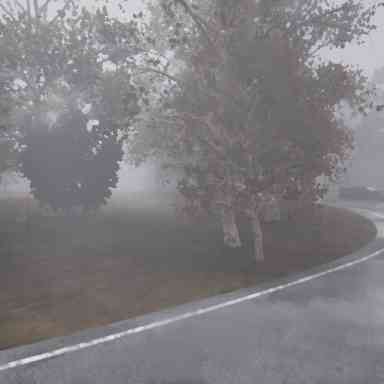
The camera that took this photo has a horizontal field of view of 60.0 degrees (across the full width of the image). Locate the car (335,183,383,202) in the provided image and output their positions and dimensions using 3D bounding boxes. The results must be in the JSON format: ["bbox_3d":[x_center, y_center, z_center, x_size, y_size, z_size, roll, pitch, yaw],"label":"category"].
[{"bbox_3d":[16.441,0.152,31.759,1.812,1.442,4.674,-6,4,-39],"label":"car"}]

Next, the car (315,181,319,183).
[{"bbox_3d":[22.366,-1.798,64.529,5.008,1.535,1.882,-5,3,-27],"label":"car"}]

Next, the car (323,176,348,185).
[{"bbox_3d":[27.194,-2.156,63.030,4.553,1.767,2.097,-4,3,-16],"label":"car"}]

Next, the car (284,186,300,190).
[{"bbox_3d":[14.992,-0.593,50.912,2.033,1.411,5.357,-3,3,18],"label":"car"}]
